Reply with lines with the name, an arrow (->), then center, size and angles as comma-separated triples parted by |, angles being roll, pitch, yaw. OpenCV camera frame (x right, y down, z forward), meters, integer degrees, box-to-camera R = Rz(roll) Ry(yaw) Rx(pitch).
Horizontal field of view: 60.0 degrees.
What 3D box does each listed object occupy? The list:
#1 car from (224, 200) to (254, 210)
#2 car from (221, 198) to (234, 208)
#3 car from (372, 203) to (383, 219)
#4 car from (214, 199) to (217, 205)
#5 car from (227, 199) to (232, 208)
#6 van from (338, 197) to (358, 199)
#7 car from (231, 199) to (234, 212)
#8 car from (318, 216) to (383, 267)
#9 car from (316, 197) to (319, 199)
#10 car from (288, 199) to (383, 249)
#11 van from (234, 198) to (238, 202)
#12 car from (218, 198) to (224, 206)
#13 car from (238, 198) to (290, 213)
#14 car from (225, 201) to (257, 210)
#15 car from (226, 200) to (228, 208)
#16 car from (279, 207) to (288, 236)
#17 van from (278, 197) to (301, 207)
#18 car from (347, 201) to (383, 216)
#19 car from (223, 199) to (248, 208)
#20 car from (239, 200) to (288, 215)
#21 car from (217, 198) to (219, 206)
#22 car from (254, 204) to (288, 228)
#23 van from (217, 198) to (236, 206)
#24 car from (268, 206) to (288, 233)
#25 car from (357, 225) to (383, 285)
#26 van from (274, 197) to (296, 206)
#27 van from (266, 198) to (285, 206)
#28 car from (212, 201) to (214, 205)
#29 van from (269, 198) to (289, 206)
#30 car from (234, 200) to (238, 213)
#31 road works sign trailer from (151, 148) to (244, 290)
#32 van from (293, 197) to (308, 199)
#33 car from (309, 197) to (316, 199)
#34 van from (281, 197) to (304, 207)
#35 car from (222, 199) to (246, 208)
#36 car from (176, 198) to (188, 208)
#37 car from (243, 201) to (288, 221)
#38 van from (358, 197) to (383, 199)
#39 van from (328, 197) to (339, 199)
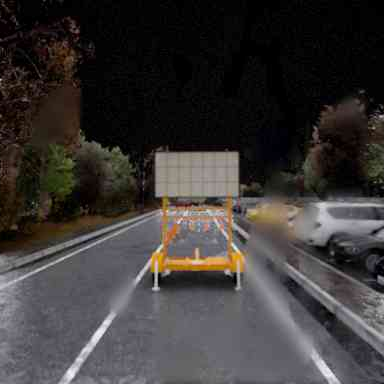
car -> 8.071, 2.238, 57.801 | 4.892, 1.521, 2.231 | 0, -1, 1
car -> 7.765, 2.148, 52.255 | 5.366, 1.575, 1.946 | 0, -1, 1
car -> 20.612, 1.814, 32.475 | 4.792, 1.488, 2.163 | 0, -1, 1
car -> 8.547, 2.291, 77.230 | 5.566, 2.045, 2.435 | 0, -1, 1
car -> 7.795, 2.092, 46.701 | 4.792, 1.488, 2.163 | 0, -1, 1
van -> 20.887, 1.680, 40.781 | 4.442, 1.987, 1.878 | 0, -1, 1
car -> 7.732, 2.048, 43.926 | 4.792, 1.488, 2.163 | 0, -1, 1
car -> 7.008, 1.677, 10.632 | 5.008, 1.535, 2.097 | 0, 0, 1
car -> 20.869, 1.742, 46.323 | 5.566, 2.045, 2.435 | 0, -1, 1
car -> 7.093, 1.445, 13.409 | 5.566, 2.045, 2.435 | 0, 0, 1
van -> 7.813, 1.749, 41.151 | 4.442, 1.987, 1.878 | 0, -1, 1
car -> 7.955, 2.279, 60.580 | 5.366, 1.575, 1.946 | 0, -1, 1
car -> 7.602, 1.765, 35.604 | 4.553, 1.767, 2.185 | 0, -1, 1
car -> 8.020, 2.195, 55.026 | 4.892, 1.521, 2.231 | 0, -1, 1
car -> 7.858, 2.136, 49.476 | 4.792, 1.488, 2.163 | 0, -1, 1
car -> 7.314, 1.712, 16.179 | 5.366, 1.575, 1.946 | 0, 0, 1
van -> 21.645, 2.203, 74.011 | 4.442, 1.987, 1.878 | 0, -1, 1
car -> 20.714, 1.862, 38.012 | 5.008, 1.535, 2.097 | 0, -1, 1
car -> 8.172, 2.199, 63.354 | 4.553, 1.767, 2.185 | 0, -1, 1
car -> 7.502, 1.854, 32.824 | 4.892, 1.521, 2.231 | 0, -1, 1
car -> 8.325, 2.412, 68.902 | 5.008, 1.535, 2.097 | 0, -1, 1
car -> 7.070, 1.753, 21.738 | 5.366, 1.575, 1.946 | 0, 0, 1
van -> 8.529, 2.479, 82.766 | 4.442, 1.987, 1.878 | 0, -2, 1
car -> 7.198, 1.736, 18.959 | 4.892, 1.521, 2.231 | 0, 0, 1
car -> 6.910, 1.687, 7.858 | 4.792, 1.488, 2.163 | 0, 0, 1
van -> 21.479, 2.250, 76.919 | 4.442, 1.987, 1.878 | 0, -1, 1
van -> 21.962, 2.581, 87.837 | 4.442, 1.987, 1.878 | 0, -2, 1
car -> 8.906, 3.057, 93.852 | 5.008, 1.535, 2.097 | 0, -2, 1
van -> 21.602, 2.406, 82.307 | 4.442, 1.987, 1.878 | 0, -2, 1
car -> 7.664, 1.961, 38.374 | 4.792, 1.488, 2.163 | 0, -1, 1
road works sign trailer -> 0.143, 0.576, 9.397 | 2.380, 3.560, 2.880 | 0, -1, 1
van -> 21.333, 1.987, 60.291 | 4.442, 1.987, 1.878 | 0, -1, 1
car -> 20.932, 1.786, 49.092 | 5.566, 2.045, 2.435 | 0, -1, 1
van -> 21.585, 2.161, 71.367 | 4.442, 1.987, 1.878 | 0, -1, 1
car -> 8.235, 2.243, 66.129 | 4.553, 1.767, 2.185 | 0, -1, 1
car -> -2.024, 2.155, 66.389 | 2.150, 2.045, 5.566 | 0, -1, 1
car -> 7.199, 1.795, 27.410 | 5.366, 1.575, 1.946 | 0, 0, 1
van -> 20.536, 1.596, 35.233 | 4.442, 1.987, 1.878 | 0, -1, 1
van -> 20.717, 1.725, 43.556 | 4.442, 1.987, 1.878 | 0, -1, 1
